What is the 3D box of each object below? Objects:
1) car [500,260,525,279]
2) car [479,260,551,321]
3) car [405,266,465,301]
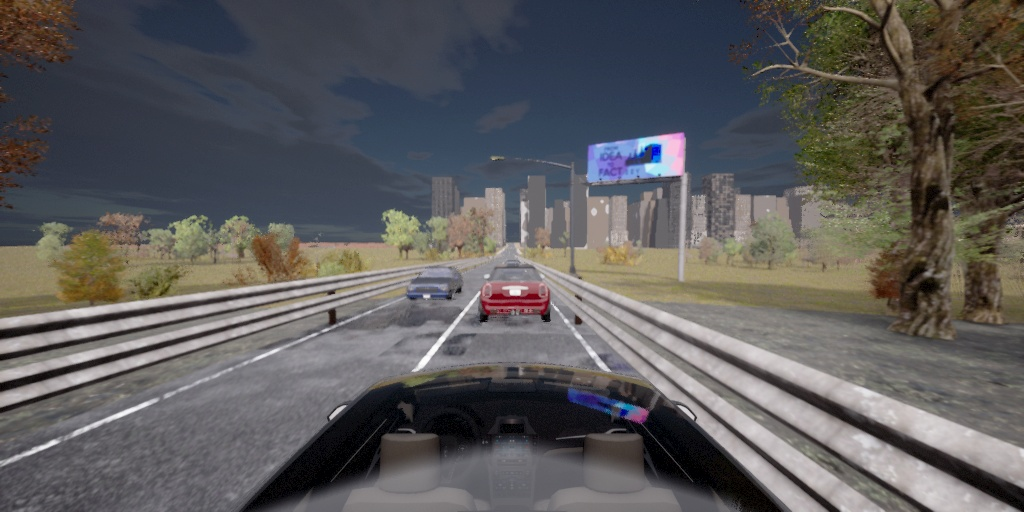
[{"bbox_3d":[0.057,1.094,31.617,2.033,1.411,5.357,0,0,0],"label":"car"},{"bbox_3d":[0.086,1.030,12.178,2.097,1.767,4.553,0,0,0],"label":"car"},{"bbox_3d":[-3.368,1.195,16.801,2.033,1.411,5.357,0,0,0],"label":"car"}]
